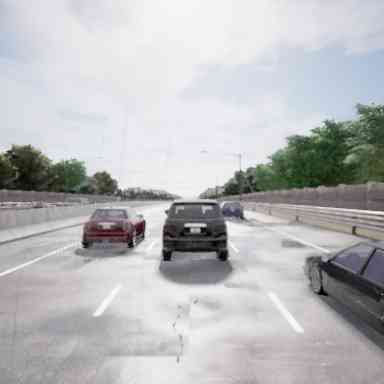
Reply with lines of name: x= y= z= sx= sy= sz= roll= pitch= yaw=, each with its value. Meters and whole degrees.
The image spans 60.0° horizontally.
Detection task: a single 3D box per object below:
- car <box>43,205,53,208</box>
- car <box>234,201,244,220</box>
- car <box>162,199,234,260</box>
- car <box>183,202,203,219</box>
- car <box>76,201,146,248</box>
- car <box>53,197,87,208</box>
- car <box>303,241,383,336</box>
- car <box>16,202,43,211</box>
car: x=-17.535 y=2.119 z=44.335 sx=1.895 sy=1.301 sz=4.718 roll=0 pitch=-1 yaw=1
car: x=3.606 y=1.669 z=31.697 sx=2.097 sy=1.767 sz=4.553 roll=0 pitch=-1 yaw=0
car: x=0.103 y=1.275 z=12.747 sx=2.150 sy=2.045 sz=5.566 roll=0 pitch=0 yaw=0
car: x=0.108 y=1.843 z=34.764 sx=1.882 sy=1.535 sz=5.008 roll=0 pitch=-1 yaw=0
car: x=-3.398 y=1.431 z=15.368 sx=2.097 sy=1.767 sz=4.553 roll=0 pitch=-1 yaw=0
car: x=-14.068 y=1.666 z=39.854 sx=2.150 sy=2.045 sz=5.566 roll=0 pitch=-1 yaw=0
car: x=3.600 y=1.557 z=5.652 sx=2.033 sy=1.411 sz=5.357 roll=0 pitch=0 yaw=0
car: x=-21.038 y=2.060 z=43.999 sx=2.033 sy=1.411 sz=5.357 roll=0 pitch=-1 yaw=1
